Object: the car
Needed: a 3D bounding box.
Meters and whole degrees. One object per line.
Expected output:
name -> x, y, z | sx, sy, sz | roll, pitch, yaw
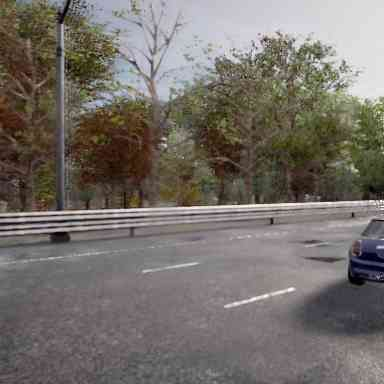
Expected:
car -> 5.741, 1.330, 8.581 | 2.097, 1.767, 4.553 | 0, 0, 43
